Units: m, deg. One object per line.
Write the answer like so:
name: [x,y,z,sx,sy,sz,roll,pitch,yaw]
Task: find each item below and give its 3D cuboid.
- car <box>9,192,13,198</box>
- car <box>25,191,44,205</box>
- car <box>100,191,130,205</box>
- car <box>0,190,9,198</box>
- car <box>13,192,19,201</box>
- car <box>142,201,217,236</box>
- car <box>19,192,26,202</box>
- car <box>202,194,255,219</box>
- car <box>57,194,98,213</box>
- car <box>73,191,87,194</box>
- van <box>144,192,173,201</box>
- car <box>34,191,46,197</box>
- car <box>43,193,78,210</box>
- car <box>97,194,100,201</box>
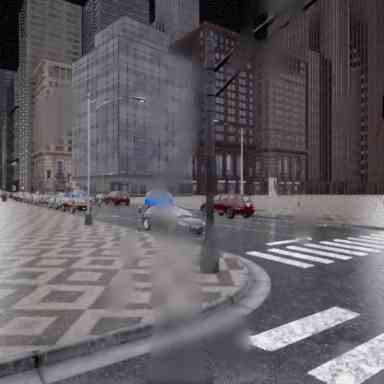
car: [-29.571,0.750,56.973,1.887,1.381,4.507,1,0,-36]
car: [-20.058,0.942,43.642,2.008,1.369,4.403,1,0,-36]
car: [-9.939,0.771,44.144,2.192,1.841,5.009,1,0,-36]
car: [-39.085,0.613,70.303,1.947,1.339,4.313,1,0,-36]
car: [-26.398,0.705,52.529,1.967,1.590,4.097,1,0,-36]
car: [-1.031,1.370,16.981,2.008,1.369,4.403,1,0,-36]
car: [-23.229,0.877,48.086,2.008,1.369,4.403,1,0,-36]
car: [2.748,1.056,26.367,2.192,1.841,5.009,1,0,-36]
car: [-10.544,1.142,30.311,1.887,1.381,4.507,1,0,-36]
car: [-16.159,0.972,48.414,1.895,1.301,4.718,0,1,-36]
van: [-3.596,0.936,35.255,1.690,1.788,3.998,1,0,-36]
car: [-38.487,0.500,84.140,1.887,1.381,4.507,1,0,-36]
car: [-13.715,1.077,34.754,2.008,1.369,4.403,1,0,-36]
car: [-13.114,0.940,48.589,2.008,1.369,4.403,1,0,-36]
